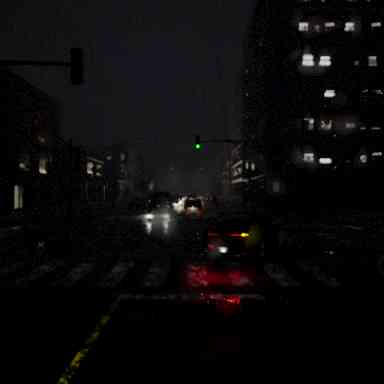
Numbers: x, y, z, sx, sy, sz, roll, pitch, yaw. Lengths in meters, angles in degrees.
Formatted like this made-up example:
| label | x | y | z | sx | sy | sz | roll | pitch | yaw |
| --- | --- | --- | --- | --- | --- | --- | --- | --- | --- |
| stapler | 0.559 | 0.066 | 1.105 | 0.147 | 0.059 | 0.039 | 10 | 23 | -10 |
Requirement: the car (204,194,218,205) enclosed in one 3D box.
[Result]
| label | x | y | z | sx | sy | sz | roll | pitch | yaw |
| --- | --- | --- | --- | --- | --- | --- | --- | --- | --- |
| car | 2.709 | 0.999 | 47.549 | 1.967 | 1.590 | 4.097 | 1 | 1 | 0 |

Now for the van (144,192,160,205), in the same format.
| label | x | y | z | sx | sy | sz | roll | pitch | yaw |
| --- | --- | --- | --- | --- | --- | --- | --- | --- | --- |
| van | -5.669 | 0.900 | 47.488 | 1.690 | 1.788 | 3.998 | 1 | 1 | 0 |

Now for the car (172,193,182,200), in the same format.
| label | x | y | z | sx | sy | sz | roll | pitch | yaw |
| --- | --- | --- | --- | --- | --- | --- | --- | --- | --- |
| car | -2.996 | 0.933 | 67.354 | 1.994 | 1.385 | 4.181 | 0 | 1 | 0 |

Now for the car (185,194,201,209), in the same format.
| label | x | y | z | sx | sy | sz | roll | pitch | yaw |
| --- | --- | --- | --- | --- | --- | --- | --- | --- | --- |
| car | 0.102 | 1.242 | 38.589 | 1.895 | 1.301 | 4.718 | 0 | 1 | 0 |

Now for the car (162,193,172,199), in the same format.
| label | x | y | z | sx | sy | sz | roll | pitch | yaw |
| --- | --- | --- | --- | --- | --- | --- | --- | --- | --- |
| car | -5.672 | 0.879 | 75.923 | 1.802 | 1.307 | 4.206 | 1 | 1 | 0 |

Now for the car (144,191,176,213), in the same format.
| label | x | y | z | sx | sy | sz | roll | pitch | yaw |
| --- | --- | --- | --- | --- | --- | --- | --- | --- | --- |
| car | -3.091 | 0.911 | 33.434 | 2.150 | 2.045 | 5.566 | 0 | 1 | 0 |

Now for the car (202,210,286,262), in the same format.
| label | x | y | z | sx | sy | sz | roll | pitch | yaw |
| --- | --- | --- | --- | --- | --- | --- | --- | --- | --- |
| car | 1.984 | 1.395 | 11.921 | 1.837 | 1.490 | 4.892 | -2 | 0 | 26 |

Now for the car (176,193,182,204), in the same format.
| label | x | y | z | sx | sy | sz | roll | pitch | yaw |
| --- | --- | --- | --- | --- | --- | --- | --- | --- | --- |
| car | -3.037 | 1.070 | 51.405 | 2.033 | 1.411 | 5.357 | 0 | 1 | 1 |

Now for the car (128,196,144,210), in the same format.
| label | x | y | z | sx | sy | sz | roll | pitch | yaw |
| --- | --- | --- | --- | --- | --- | --- | --- | --- | --- |
| car | -5.750 | 1.209 | 36.121 | 1.887 | 1.381 | 4.507 | 1 | 1 | 0 |

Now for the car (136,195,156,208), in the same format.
| label | x | y | z | sx | sy | sz | roll | pitch | yaw |
| --- | --- | --- | --- | --- | --- | --- | --- | --- | --- |
| car | -5.674 | 1.156 | 41.803 | 1.887 | 1.381 | 4.507 | 1 | 1 | 0 |
